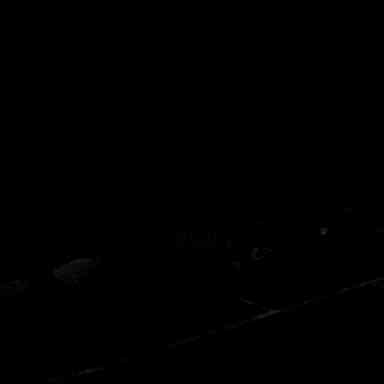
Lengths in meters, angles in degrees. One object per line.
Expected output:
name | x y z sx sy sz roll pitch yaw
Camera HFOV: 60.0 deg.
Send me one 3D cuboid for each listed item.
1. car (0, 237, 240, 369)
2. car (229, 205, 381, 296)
car | -1.397 1.580 5.653 4.206 1.307 1.802 0 0 -36
car | 3.045 1.309 8.822 5.009 1.841 2.192 0 0 -36
